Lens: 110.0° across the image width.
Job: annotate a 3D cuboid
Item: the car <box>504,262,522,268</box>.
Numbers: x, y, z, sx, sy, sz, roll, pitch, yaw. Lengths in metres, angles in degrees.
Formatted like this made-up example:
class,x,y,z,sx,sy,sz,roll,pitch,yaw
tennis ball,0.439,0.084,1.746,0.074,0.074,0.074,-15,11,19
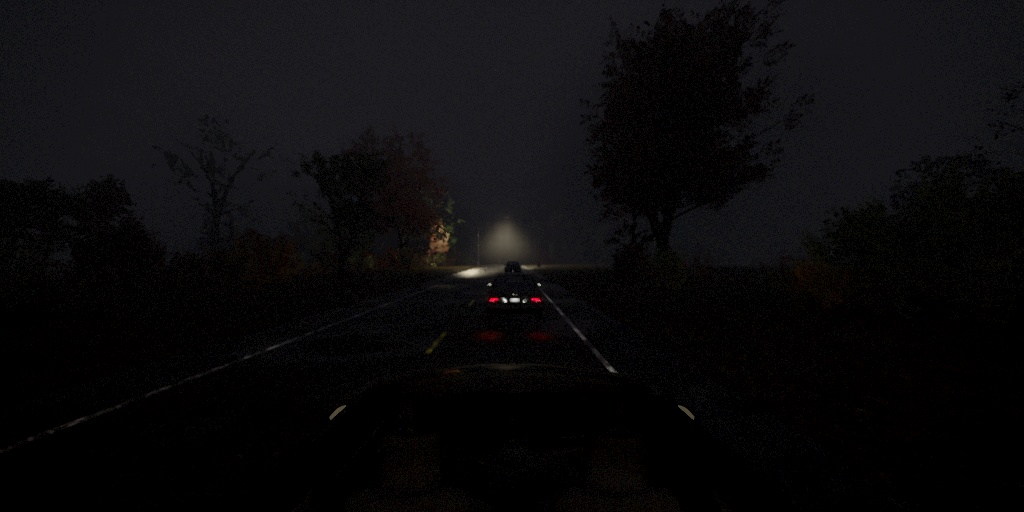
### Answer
class,x,y,z,sx,sy,sz,roll,pitch,yaw
car,0.094,1.390,42.552,1.837,1.490,4.892,0,0,0

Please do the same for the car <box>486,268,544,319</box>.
class,x,y,z,sx,sy,sz,roll,pitch,yaw
car,0.087,1.321,12.844,2.033,1.411,5.357,0,0,0
